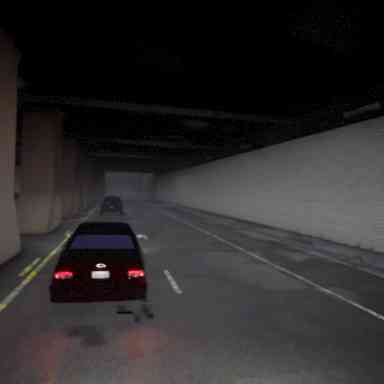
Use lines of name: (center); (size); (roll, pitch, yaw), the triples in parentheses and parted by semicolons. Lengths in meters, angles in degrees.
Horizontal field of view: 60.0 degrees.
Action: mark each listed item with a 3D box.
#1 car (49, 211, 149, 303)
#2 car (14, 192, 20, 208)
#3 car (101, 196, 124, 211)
car: (-2.154, 1.438, 8.168); (2.033, 1.411, 5.357); (2, 0, -13)
car: (-13.146, 0.784, 23.855); (2.097, 1.767, 4.553); (2, 0, -13)
car: (-7.197, 1.104, 30.040); (1.882, 1.535, 5.008); (2, 0, -13)
